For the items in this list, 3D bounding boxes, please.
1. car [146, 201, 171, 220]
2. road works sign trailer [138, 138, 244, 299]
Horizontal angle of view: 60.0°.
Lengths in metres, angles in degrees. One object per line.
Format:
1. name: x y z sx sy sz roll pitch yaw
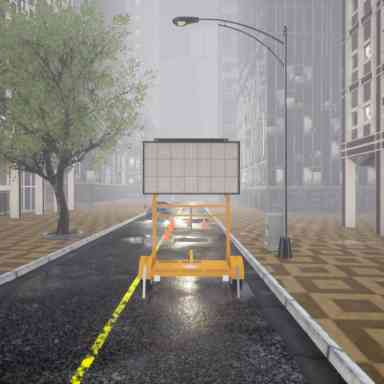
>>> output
1. car: -2.814 1.538 28.738 1.812 1.442 4.674 0 0 0
2. road works sign trailer: -0.018 0.464 8.393 2.380 3.560 2.880 0 0 0
